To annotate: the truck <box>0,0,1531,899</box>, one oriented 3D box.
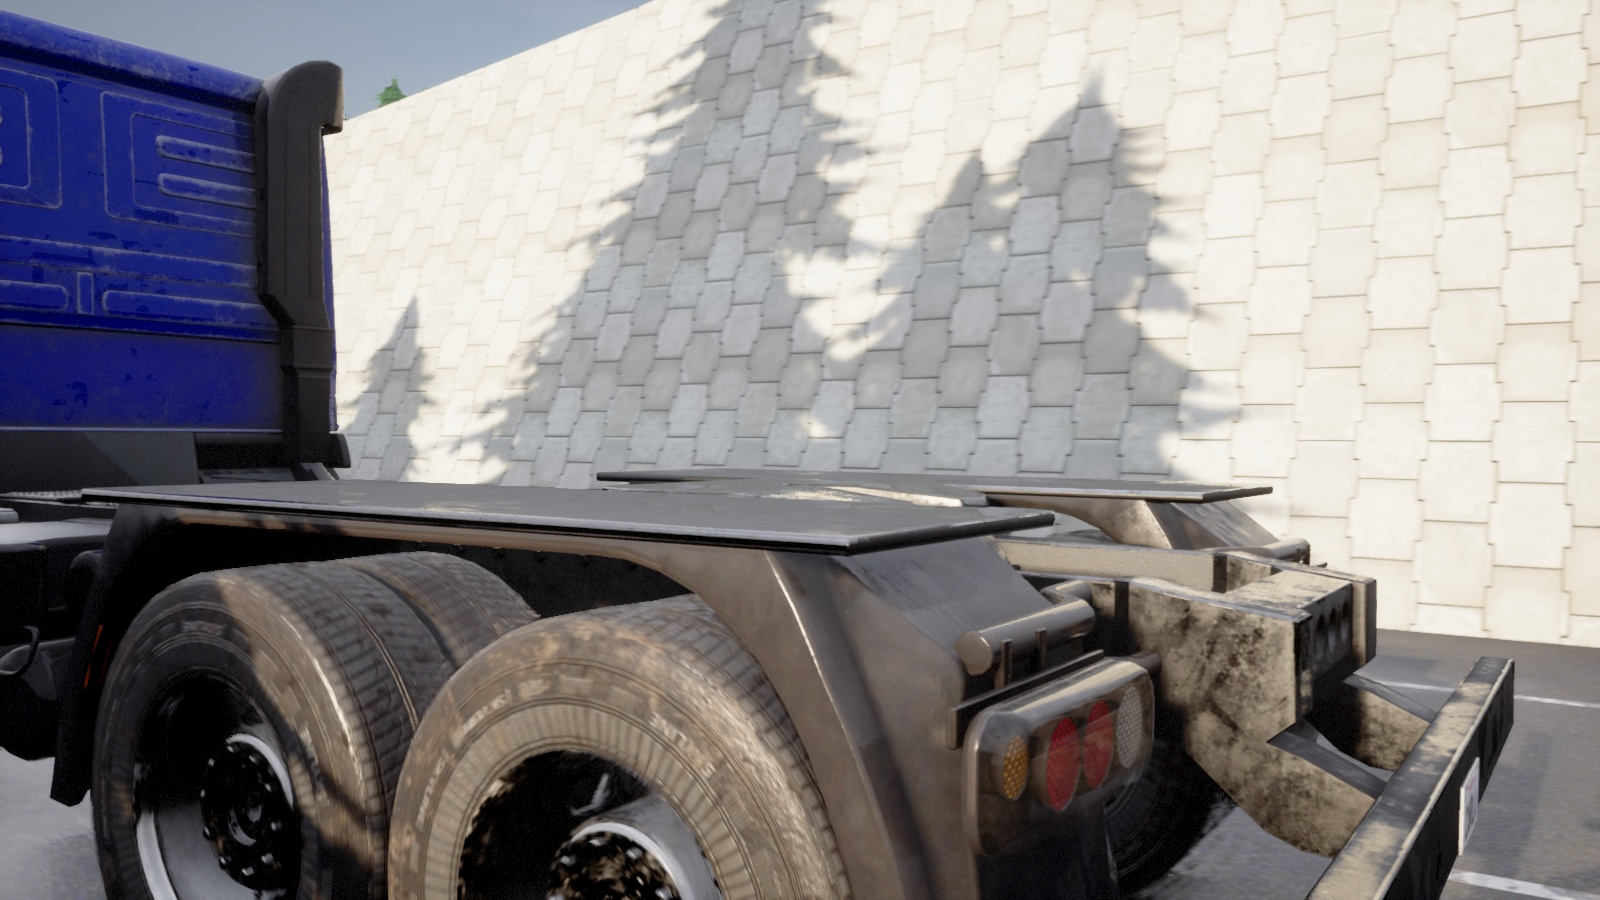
[{"bbox_3d":[-1.865,-0.300,4.843,7.936,3.462,2.891,0,1,34],"label":"truck"}]
